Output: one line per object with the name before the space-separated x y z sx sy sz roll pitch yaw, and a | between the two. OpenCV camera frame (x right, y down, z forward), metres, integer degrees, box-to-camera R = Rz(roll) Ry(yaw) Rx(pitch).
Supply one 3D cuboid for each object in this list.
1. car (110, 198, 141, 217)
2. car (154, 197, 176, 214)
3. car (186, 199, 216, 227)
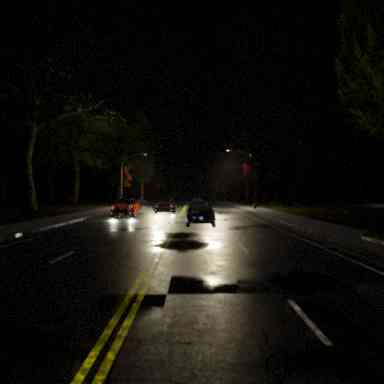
car | -6.085 1.347 30.718 2.097 1.767 4.553 0 0 0
car | -2.812 1.362 35.506 2.097 1.767 4.553 0 0 0
car | 0.578 1.486 23.134 1.882 1.535 5.008 0 0 0
